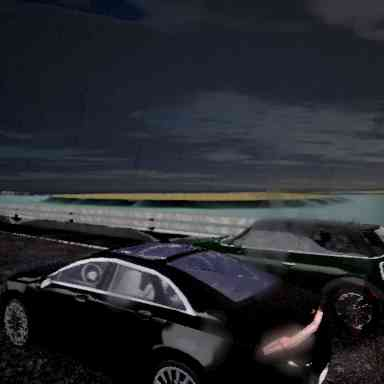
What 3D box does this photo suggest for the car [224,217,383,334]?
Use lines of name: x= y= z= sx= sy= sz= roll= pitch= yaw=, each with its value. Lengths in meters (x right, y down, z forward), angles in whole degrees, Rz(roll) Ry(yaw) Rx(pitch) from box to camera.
car: x=1.835 y=1.332 z=6.998 sx=4.553 sy=1.767 sz=2.097 roll=0 pitch=0 yaw=36

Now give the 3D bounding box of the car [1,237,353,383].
car: x=-0.732 y=1.468 z=4.532 sx=4.902 sy=1.511 sz=2.128 roll=1 pitch=0 yaw=36
